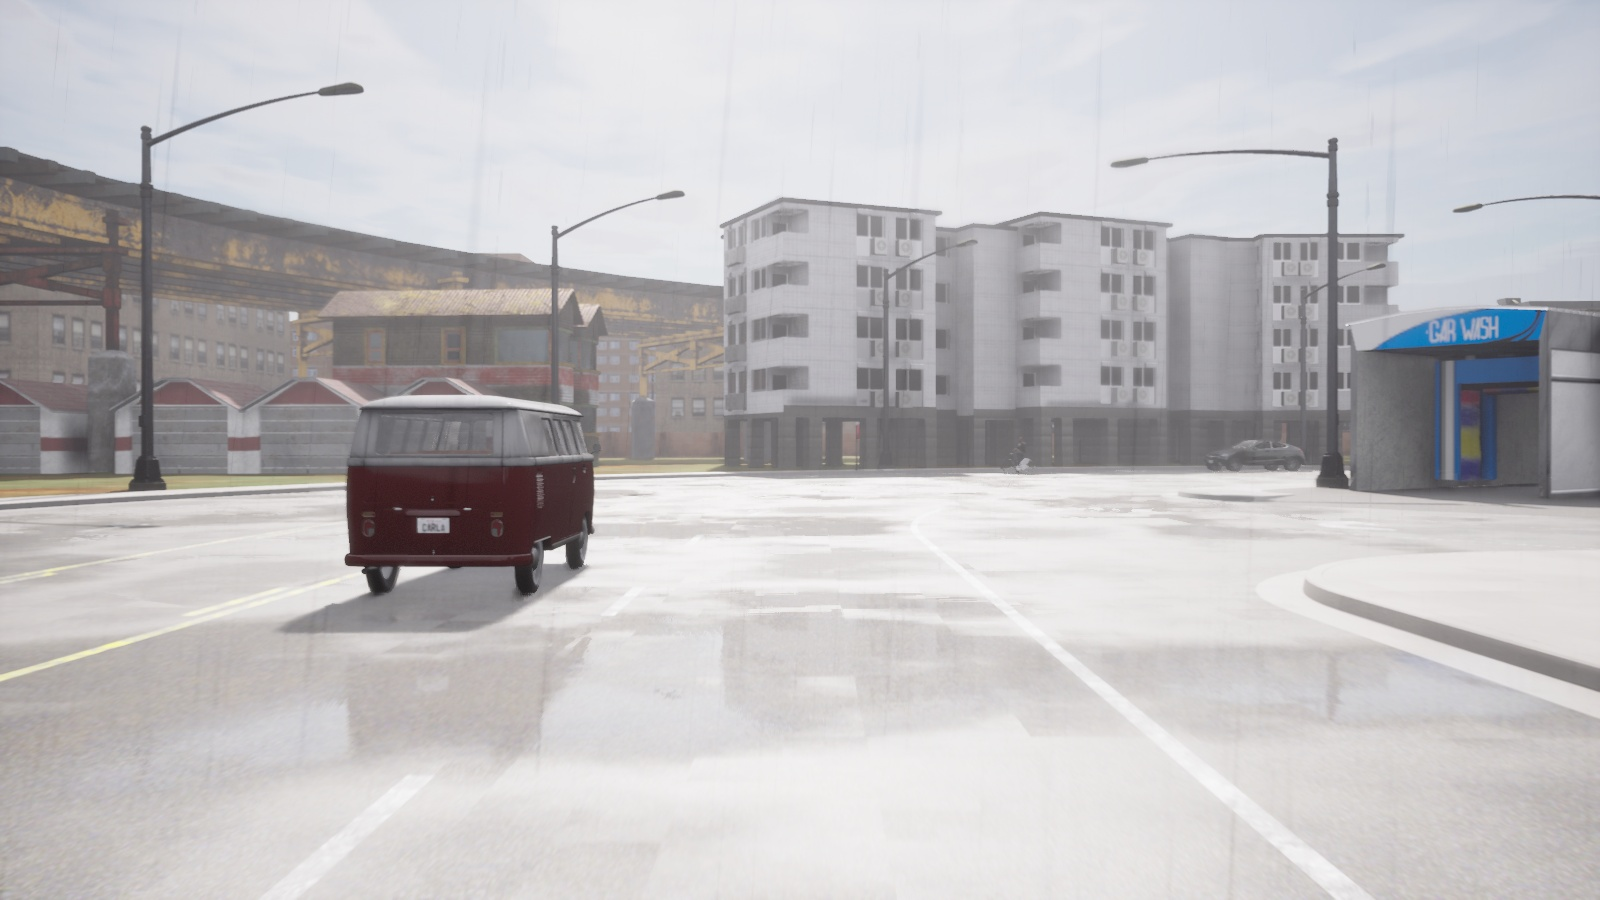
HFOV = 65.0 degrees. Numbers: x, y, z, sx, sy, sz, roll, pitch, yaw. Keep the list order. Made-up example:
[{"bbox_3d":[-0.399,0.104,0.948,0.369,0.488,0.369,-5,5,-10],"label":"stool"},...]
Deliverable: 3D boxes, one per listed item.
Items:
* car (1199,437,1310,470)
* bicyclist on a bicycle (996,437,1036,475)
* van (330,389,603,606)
[{"bbox_3d":[23.337,0.180,64.534,5.027,1.651,2.152,0,0,-13],"label":"car"},{"bbox_3d":[10.191,0.292,59.209,1.843,1.776,0.659,0,1,-29],"label":"bicyclist on a bicycle"},{"bbox_3d":[-3.394,0.419,13.705,1.775,1.987,4.442,0,0,0],"label":"van"}]
